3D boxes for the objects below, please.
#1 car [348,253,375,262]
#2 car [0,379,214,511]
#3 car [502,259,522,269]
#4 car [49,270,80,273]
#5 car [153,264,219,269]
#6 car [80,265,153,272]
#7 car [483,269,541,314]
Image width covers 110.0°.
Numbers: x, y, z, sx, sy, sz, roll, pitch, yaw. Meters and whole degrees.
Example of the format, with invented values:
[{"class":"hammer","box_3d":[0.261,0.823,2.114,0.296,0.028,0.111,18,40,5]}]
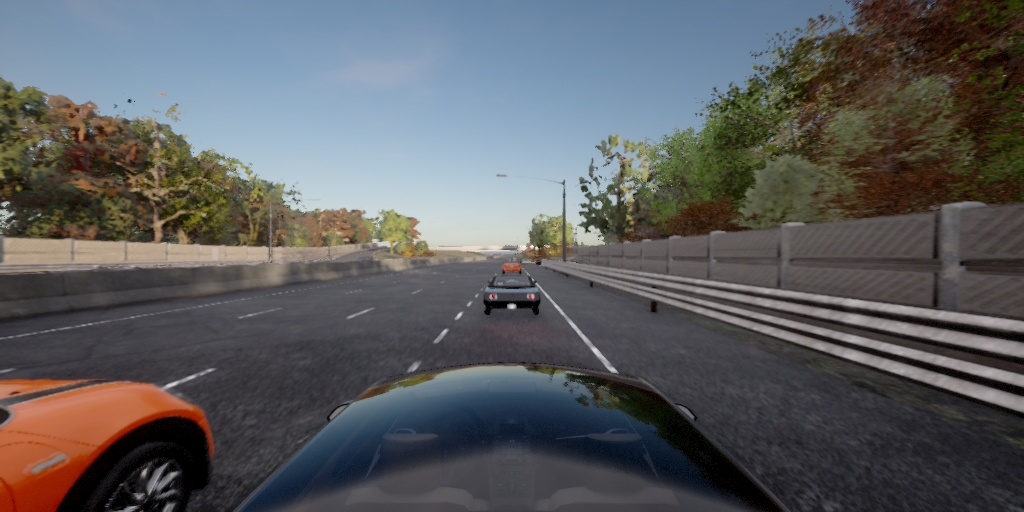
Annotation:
[{"class":"car","box_3d":[-21.007,0.928,50.349,2.150,2.045,5.566,0,0,0]},{"class":"car","box_3d":[-3.402,1.104,0.928,2.097,1.767,4.553,0,0,0]},{"class":"car","box_3d":[-0.004,1.070,40.236,2.097,1.767,4.553,0,0,0]},{"class":"car","box_3d":[-31.565,1.321,27.252,1.895,1.301,4.718,0,0,0]},{"class":"car","box_3d":[-24.548,1.321,28.039,1.895,1.301,4.718,0,0,1]},{"class":"car","box_3d":[-28.067,1.321,26.604,1.895,1.301,4.718,0,0,0]},{"class":"car","box_3d":[-0.001,1.332,13.700,1.895,1.301,4.718,0,0,0]}]
